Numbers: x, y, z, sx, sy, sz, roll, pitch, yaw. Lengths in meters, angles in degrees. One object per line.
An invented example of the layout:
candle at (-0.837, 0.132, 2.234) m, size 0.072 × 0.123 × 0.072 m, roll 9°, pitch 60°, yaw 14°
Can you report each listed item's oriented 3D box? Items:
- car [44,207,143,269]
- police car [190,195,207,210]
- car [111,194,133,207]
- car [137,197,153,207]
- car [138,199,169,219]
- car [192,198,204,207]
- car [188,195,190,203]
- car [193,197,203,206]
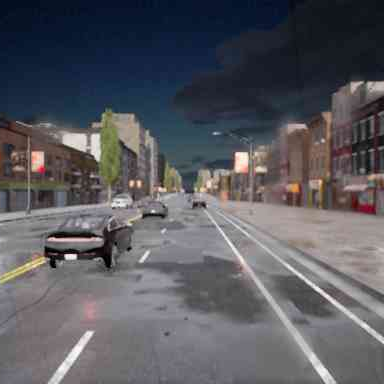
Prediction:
car at (-3.148, 1.465, 11.069) m, size 2.128 × 1.511 × 4.902 m, roll 0°, pitch 0°, yaw 0°
police car at (0.995, 1.544, 45.815) m, size 1.930 × 1.638 × 5.238 m, roll 0°, pitch -1°, yaw 0°
car at (-9.810, 1.352, 47.017) m, size 2.150 × 2.045 × 5.566 m, roll 0°, pitch -1°, yaw 0°
car at (-6.556, 1.491, 47.969) m, size 2.097 × 1.767 × 4.553 m, roll 0°, pitch -1°, yaw 0°
car at (-3.139, 1.538, 28.923) m, size 1.994 × 1.385 × 4.181 m, roll 0°, pitch 0°, yaw 0°
car at (0.999, 1.718, 55.704) m, size 1.837 × 1.490 × 4.892 m, roll 0°, pitch -1°, yaw 0°
car at (0.036, 1.727, 80.492) m, size 2.097 × 1.767 × 4.553 m, roll 0°, pitch -1°, yaw 0°
car at (1.002, 1.736, 61.896) m, size 1.801 × 1.575 × 5.366 m, roll 0°, pitch -1°, yaw 0°
